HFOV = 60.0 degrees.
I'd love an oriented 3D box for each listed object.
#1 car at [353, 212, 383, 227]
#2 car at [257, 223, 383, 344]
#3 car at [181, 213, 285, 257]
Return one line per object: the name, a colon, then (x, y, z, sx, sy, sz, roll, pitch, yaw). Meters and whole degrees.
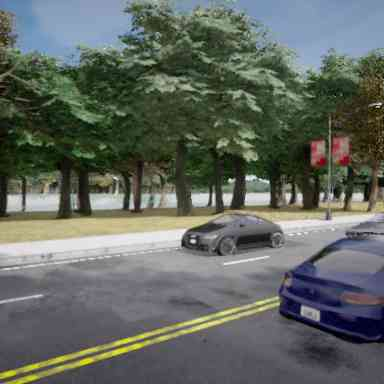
car: (8.529, 1.514, 13.791, 5.357, 1.411, 2.033, 0, 0, -35)
car: (3.512, 1.510, 5.953, 4.674, 1.442, 1.812, 0, 0, -36)
car: (1.655, 1.543, 12.863, 4.181, 1.385, 1.994, 0, 0, -36)
